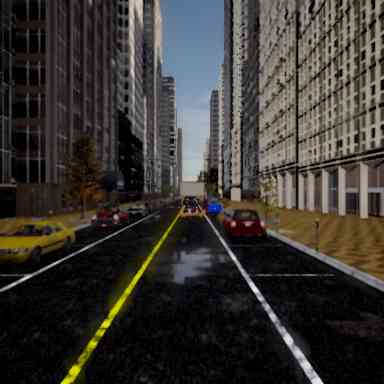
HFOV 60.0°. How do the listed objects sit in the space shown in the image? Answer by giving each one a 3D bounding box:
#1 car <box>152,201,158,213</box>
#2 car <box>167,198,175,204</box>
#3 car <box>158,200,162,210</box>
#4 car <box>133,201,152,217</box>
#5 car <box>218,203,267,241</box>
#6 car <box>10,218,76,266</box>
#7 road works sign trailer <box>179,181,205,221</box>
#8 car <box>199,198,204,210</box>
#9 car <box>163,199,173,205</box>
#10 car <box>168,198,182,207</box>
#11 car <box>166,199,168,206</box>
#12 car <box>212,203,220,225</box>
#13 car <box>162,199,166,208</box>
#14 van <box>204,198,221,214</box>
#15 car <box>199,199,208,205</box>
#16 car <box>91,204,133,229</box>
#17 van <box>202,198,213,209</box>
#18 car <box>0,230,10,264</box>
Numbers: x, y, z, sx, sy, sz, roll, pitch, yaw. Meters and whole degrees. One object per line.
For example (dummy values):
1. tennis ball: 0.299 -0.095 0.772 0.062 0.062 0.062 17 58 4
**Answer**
1. car: -5.698 1.957 40.564 1.947 1.339 4.313 -1 -1 0
2. car: -5.700 2.463 91.714 1.802 1.307 4.206 -1 -1 0
3. car: -5.698 1.990 46.248 1.887 1.381 4.507 -1 -1 0
4. car: -5.698 1.887 34.881 2.008 1.369 4.403 -1 -1 0
5. car: 2.682 1.613 17.833 1.967 1.590 4.097 -1 -1 0
6. car: -5.697 1.641 11.978 1.752 1.417 4.829 -1 -1 0
7. road works sign trailer: 0.018 0.763 30.956 2.380 3.560 2.880 0 -1 0
8. car: 2.680 1.816 51.934 2.192 1.841 5.009 -1 -1 0
9. car: -5.699 2.323 80.348 2.008 1.369 4.403 -1 -1 0
10. car: -3.017 2.191 65.338 1.994 1.385 4.181 0 -1 0
11. car: -5.698 2.137 57.614 1.802 1.307 4.206 -1 -1 0
12. car: 2.683 1.755 23.685 1.752 1.417 4.829 -1 -1 0
13. car: -5.699 2.051 51.931 2.008 1.369 4.403 -1 -1 0
14. van: 2.681 1.733 40.567 1.690 1.788 3.998 -1 -1 0
15. car: 2.681 2.324 80.348 2.008 1.369 4.403 -1 -1 0
16. car: -5.698 1.667 23.516 1.967 1.590 4.097 -1 -1 0
17. van: 2.680 1.897 57.617 1.690 1.788 3.998 -1 -1 0
18. car: -5.698 1.503 6.466 1.967 1.590 4.097 -1 -1 0
